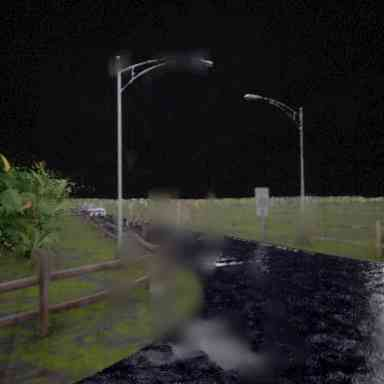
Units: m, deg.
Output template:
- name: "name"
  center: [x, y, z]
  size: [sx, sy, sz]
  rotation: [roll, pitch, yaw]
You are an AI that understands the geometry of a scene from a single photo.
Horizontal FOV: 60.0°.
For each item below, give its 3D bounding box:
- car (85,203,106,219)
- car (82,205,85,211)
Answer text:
- name: "car"
  center: [-14.129, 2.801, 49.273]
  size: [2.150, 2.045, 5.566]
  rotation: [0, -2, -23]
- name: "car"
  center: [-26.285, 3.925, 85.335]
  size: [2.150, 2.045, 5.566]
  rotation: [0, -2, -23]
